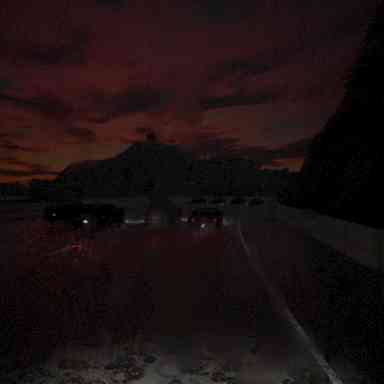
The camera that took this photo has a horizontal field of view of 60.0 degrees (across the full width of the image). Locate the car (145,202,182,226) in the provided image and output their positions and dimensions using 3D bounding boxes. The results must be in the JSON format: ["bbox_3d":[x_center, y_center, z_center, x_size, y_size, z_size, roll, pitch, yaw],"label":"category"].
[{"bbox_3d":[-1.904,1.498,23.381,1.837,1.490,4.892,0,0,8],"label":"car"}]

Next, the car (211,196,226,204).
[{"bbox_3d":[5.116,1.635,63.894,1.837,1.490,4.892,0,0,22],"label":"car"}]

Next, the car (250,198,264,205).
[{"bbox_3d":[12.488,1.800,63.610,1.994,1.385,4.181,1,0,24],"label":"car"}]

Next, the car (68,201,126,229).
[{"bbox_3d":[-5.717,1.440,21.256,1.837,1.490,4.892,0,0,8],"label":"car"}]

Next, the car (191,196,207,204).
[{"bbox_3d":[1.385,1.568,63.958,2.128,1.511,4.902,1,0,22],"label":"car"}]

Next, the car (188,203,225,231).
[{"bbox_3d":[0.978,1.633,20.911,1.895,1.301,4.718,1,0,8],"label":"car"}]

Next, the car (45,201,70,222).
[{"bbox_3d":[-8.835,1.372,24.622,1.882,1.535,5.008,0,0,8],"label":"car"}]

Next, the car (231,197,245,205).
[{"bbox_3d":[8.861,1.689,63.794,1.837,1.490,4.892,0,0,22],"label":"car"}]
